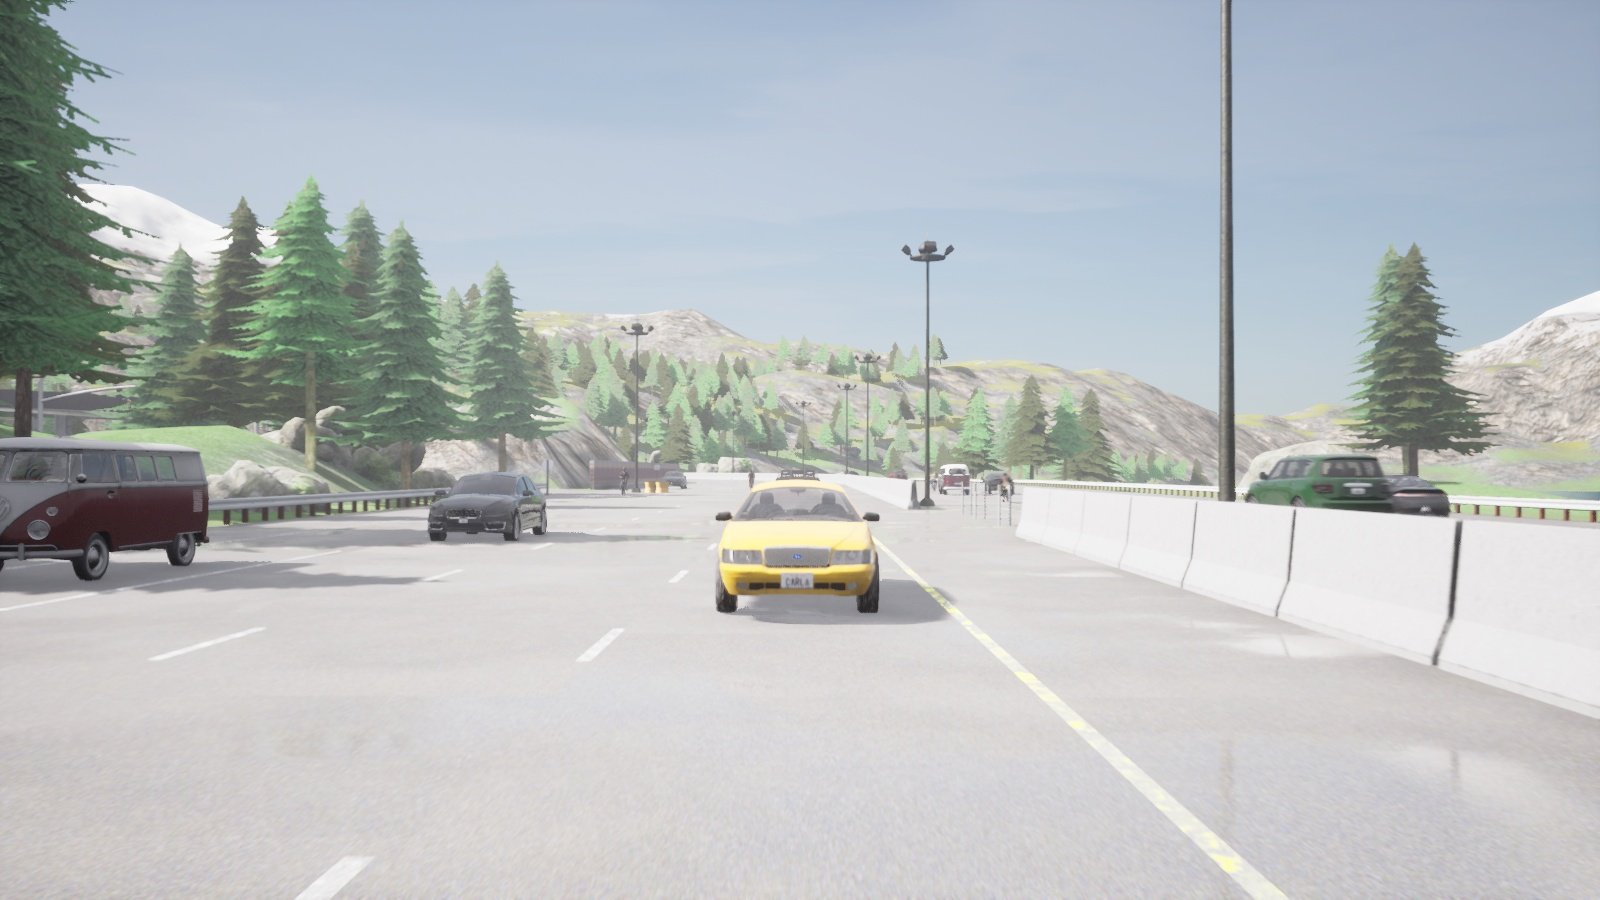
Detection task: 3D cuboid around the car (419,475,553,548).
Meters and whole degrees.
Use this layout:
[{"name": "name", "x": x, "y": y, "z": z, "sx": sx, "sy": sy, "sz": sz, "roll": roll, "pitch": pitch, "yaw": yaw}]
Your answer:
[{"name": "car", "x": -7.033, "y": 1.328, "z": 28.682, "sx": 1.837, "sy": 1.490, "sz": 4.892, "roll": 0, "pitch": -1, "yaw": 0}]

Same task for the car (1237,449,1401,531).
[{"name": "car", "x": 13.960, "y": 1.050, "z": 34.207, "sx": 2.150, "sy": 2.045, "sz": 5.566, "roll": 0, "pitch": -1, "yaw": 0}]

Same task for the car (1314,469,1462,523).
[{"name": "car", "x": 17.457, "y": 1.331, "z": 37.612, "sx": 2.128, "sy": 1.511, "sz": 4.902, "roll": 0, "pitch": -1, "yaw": 0}]

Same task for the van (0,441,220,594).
[{"name": "van", "x": -10.525, "y": 0.921, "z": 18.633, "sx": 1.775, "sy": 1.987, "sz": 4.442, "roll": 0, "pitch": -1, "yaw": 0}]

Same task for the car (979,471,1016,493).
[{"name": "car", "x": 13.908, "y": 2.248, "z": 88.626, "sx": 1.837, "sy": 1.490, "sz": 4.892, "roll": 0, "pitch": -1, "yaw": 0}]

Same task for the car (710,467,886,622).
[{"name": "car", "x": -0.021, "y": 1.014, "z": 15.560, "sx": 1.801, "sy": 1.575, "sz": 5.366, "roll": 0, "pitch": -1, "yaw": 0}]

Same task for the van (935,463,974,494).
[{"name": "van", "x": 10.410, "y": 1.919, "z": 85.141, "sx": 2.069, "sy": 2.038, "sz": 4.480, "roll": 0, "pitch": -1, "yaw": 0}]
